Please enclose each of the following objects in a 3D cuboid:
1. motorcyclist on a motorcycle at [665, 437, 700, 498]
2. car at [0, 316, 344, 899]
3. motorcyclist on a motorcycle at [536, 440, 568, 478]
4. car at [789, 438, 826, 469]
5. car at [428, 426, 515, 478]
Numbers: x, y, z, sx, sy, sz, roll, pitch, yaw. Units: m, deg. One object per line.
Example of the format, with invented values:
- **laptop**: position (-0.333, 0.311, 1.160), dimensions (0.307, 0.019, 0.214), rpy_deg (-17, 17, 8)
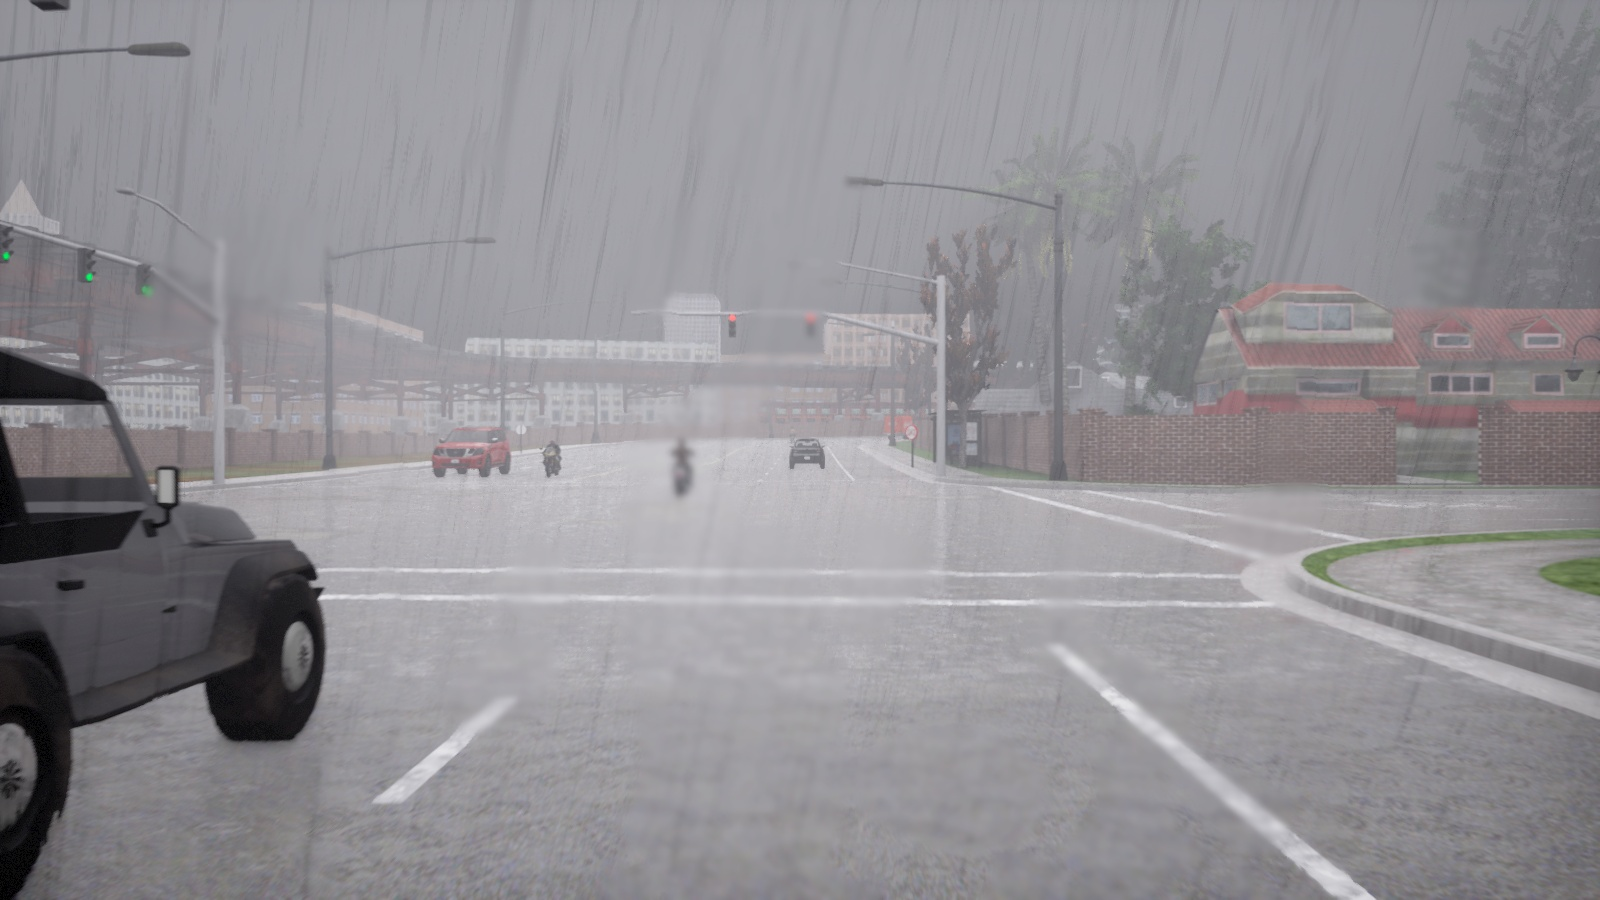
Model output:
- **motorcyclist on a motorcycle**: position (-3.290, 0.472, 35.299), dimensions (0.766, 1.649, 2.350), rpy_deg (0, 0, 0)
- **car**: position (-3.457, 0.512, 4.944), dimensions (1.905, 1.878, 3.866), rpy_deg (0, 0, 0)
- **motorcyclist on a motorcycle**: position (-10.200, 0.358, 51.698), dimensions (0.866, 1.530, 2.191), rpy_deg (0, 1, 0)
- **car**: position (0.364, 0.143, 63.154), dimensions (1.816, 1.474, 4.193), rpy_deg (0, 1, 0)
- **car**: position (-13.693, 0.025, 52.650), dimensions (2.150, 2.045, 5.566), rpy_deg (0, 1, 0)
